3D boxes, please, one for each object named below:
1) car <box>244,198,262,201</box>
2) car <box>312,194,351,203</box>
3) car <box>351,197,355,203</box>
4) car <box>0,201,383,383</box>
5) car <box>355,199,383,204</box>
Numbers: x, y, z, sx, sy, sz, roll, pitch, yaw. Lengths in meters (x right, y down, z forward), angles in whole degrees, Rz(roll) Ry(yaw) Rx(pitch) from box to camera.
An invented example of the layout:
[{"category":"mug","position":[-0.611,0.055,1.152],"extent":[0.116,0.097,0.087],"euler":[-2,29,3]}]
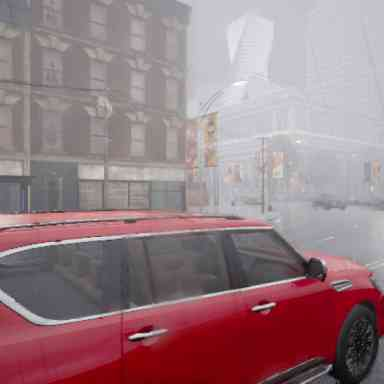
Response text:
[{"category":"car","position":[10.293,1.600,53.661],"extent":[1.895,1.301,4.718],"euler":[0,0,-21]},{"category":"car","position":[16.465,1.222,40.215],"extent":[2.150,2.045,5.566],"euler":[0,0,-2]},{"category":"car","position":[24.764,1.520,53.540],"extent":[2.002,1.452,4.674],"euler":[0,0,-16]},{"category":"car","position":[-0.065,1.219,3.712],"extent":[5.566,2.045,2.150],"euler":[0,0,-36]},{"category":"car","position":[26.110,1.595,47.970],"extent":[1.895,1.301,4.718],"euler":[0,0,-6]}]
